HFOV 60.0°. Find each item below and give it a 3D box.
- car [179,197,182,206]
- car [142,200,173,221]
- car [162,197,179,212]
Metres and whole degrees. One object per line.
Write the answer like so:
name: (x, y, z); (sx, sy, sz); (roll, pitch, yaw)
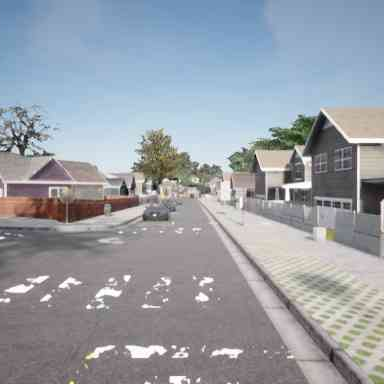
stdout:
car: (-2.770, 1.622, 58.040); (2.033, 1.411, 5.357); (0, 0, 1)
car: (-2.842, 1.573, 27.124); (1.994, 1.385, 4.181); (0, 0, -1)
car: (-2.831, 1.530, 38.801); (1.837, 1.490, 4.892); (0, 1, 0)
